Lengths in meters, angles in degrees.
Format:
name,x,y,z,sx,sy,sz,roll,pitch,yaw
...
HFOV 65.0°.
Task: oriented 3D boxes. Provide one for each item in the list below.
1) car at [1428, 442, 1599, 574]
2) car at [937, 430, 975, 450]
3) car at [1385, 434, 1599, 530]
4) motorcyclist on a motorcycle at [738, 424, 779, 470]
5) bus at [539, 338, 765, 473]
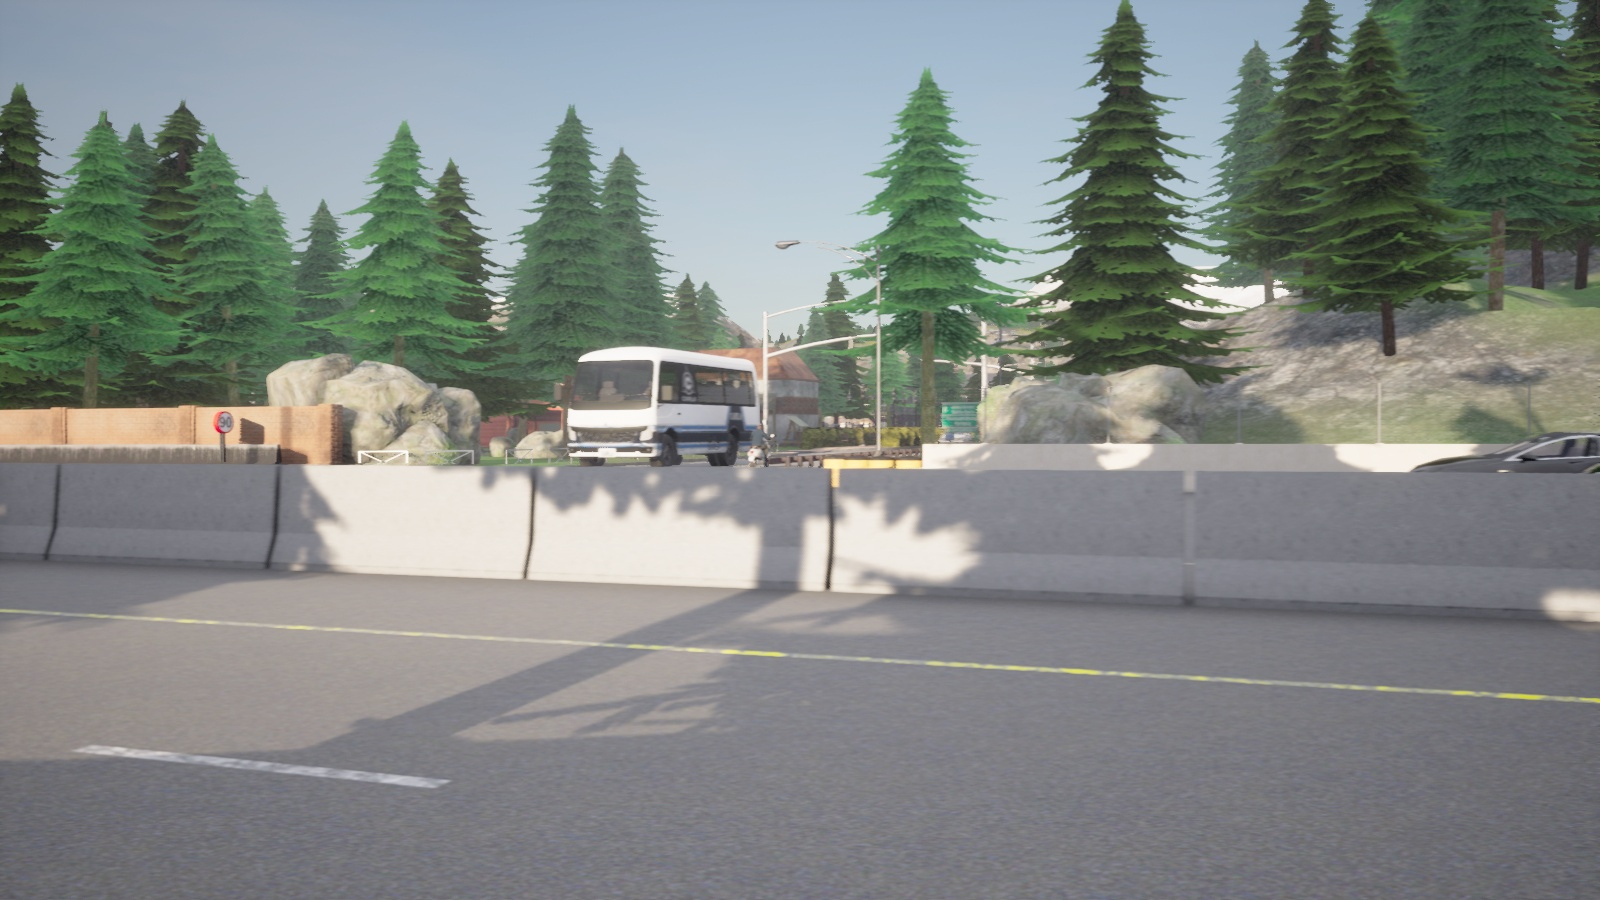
name,x,y,z,sx,sy,sz,roll,pitch,yaw
car,10.036,0.656,14.587,4.674,1.442,1.812,1,1,19
car,11.528,-0.781,92.513,1.812,1.442,4.674,1,1,19
car,12.658,0.493,21.088,4.902,1.511,2.128,1,1,19
motorcyclist on a motorcycle,-1.459,-0.133,44.447,0.866,1.590,1.817,1,1,19
bus,-4.936,-1.486,45.070,3.944,4.253,10.273,1,1,19
